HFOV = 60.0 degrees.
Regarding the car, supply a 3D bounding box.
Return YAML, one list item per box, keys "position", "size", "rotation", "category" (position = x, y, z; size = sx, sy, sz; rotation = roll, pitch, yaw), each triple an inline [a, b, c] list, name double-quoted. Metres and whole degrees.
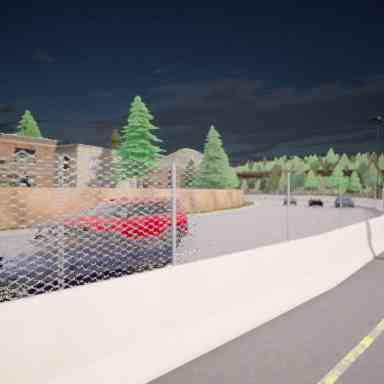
- position: [-2.688, 1.603, 7.365]
  size: [1.895, 1.301, 4.718]
  rotation: [0, 0, 45]
  category: "car"
